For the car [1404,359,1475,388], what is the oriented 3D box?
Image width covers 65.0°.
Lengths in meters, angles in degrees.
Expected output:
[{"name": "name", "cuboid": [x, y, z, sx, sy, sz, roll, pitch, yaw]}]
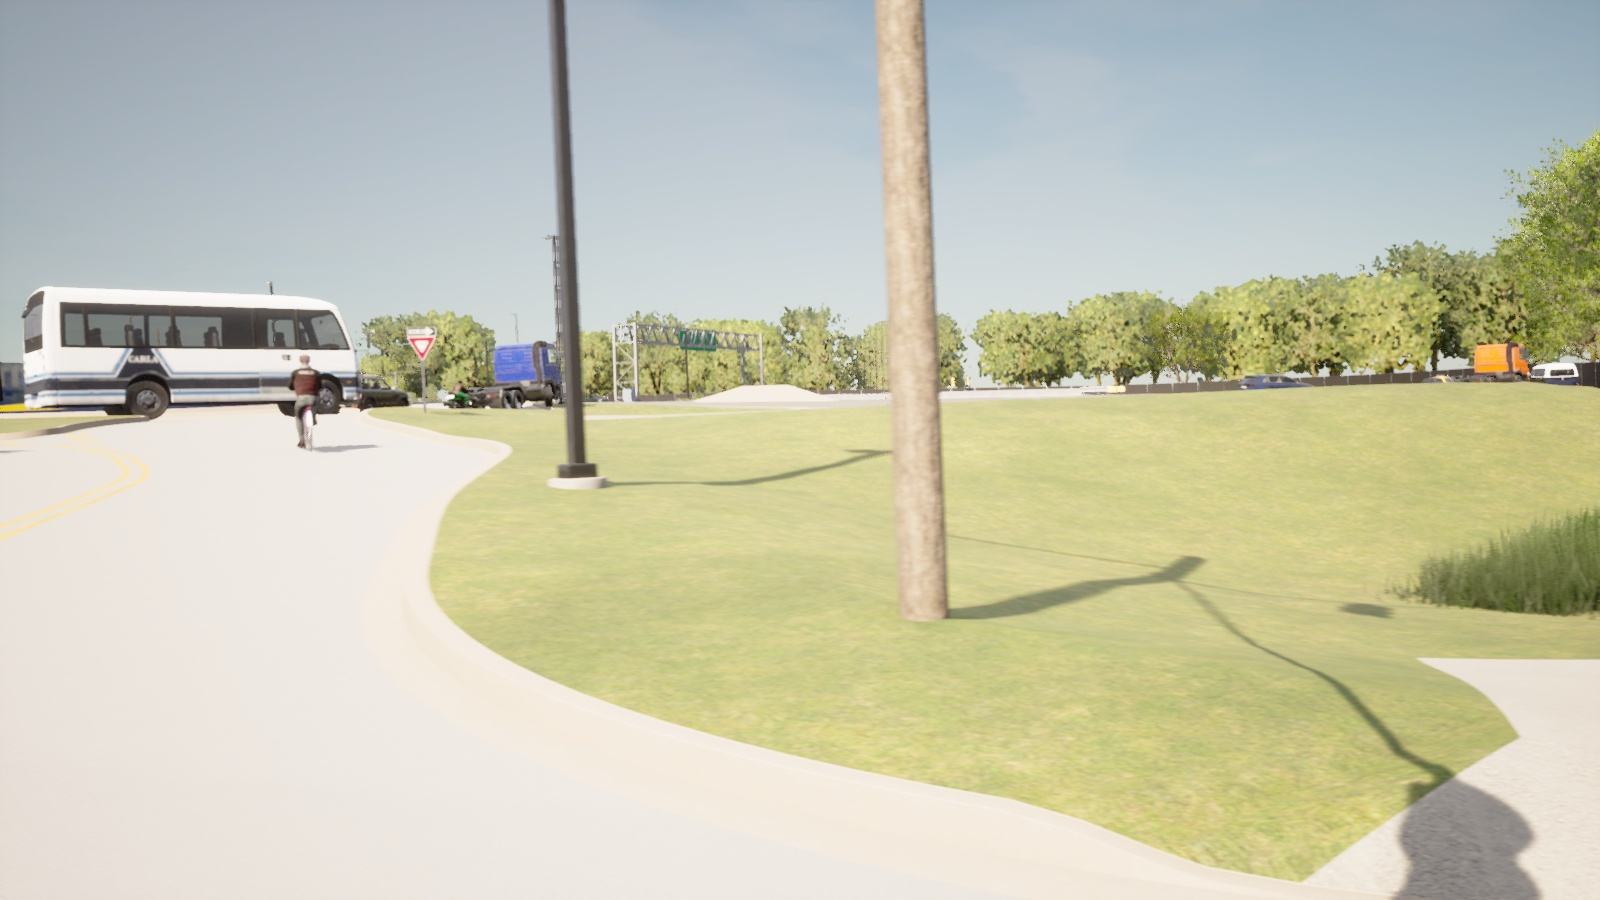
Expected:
[{"name": "car", "cuboid": [40.621, -4.881, 79.717, 5.366, 1.575, 1.801, -6, 4, -37]}]

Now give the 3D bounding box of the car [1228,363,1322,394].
[{"name": "car", "cuboid": [27.397, -4.145, 72.427, 4.856, 1.649, 2.033, -2, 4, -18]}]

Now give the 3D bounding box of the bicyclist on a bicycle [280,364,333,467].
[{"name": "bicyclist on a bicycle", "cuboid": [-9.050, -0.668, 22.995, 0.659, 1.776, 1.843, -4, 5, -26]}]

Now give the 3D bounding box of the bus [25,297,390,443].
[{"name": "bus", "cuboid": [-19.865, -2.727, 42.737, 10.273, 4.253, 3.944, -5, 2, -42]}]

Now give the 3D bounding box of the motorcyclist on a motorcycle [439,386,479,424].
[{"name": "motorcyclist on a motorcycle", "cuboid": [-14.544, -1.919, 53.592, 0.797, 1.523, 2.044, -3, 1, 8]}]

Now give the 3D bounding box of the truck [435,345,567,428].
[{"name": "truck", "cuboid": [-14.726, -3.285, 62.587, 2.891, 3.462, 7.936, -4, 5, 13]}]

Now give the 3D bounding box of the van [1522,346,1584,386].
[{"name": "van", "cuboid": [41.930, -4.700, 69.988, 2.069, 2.038, 4.480, -3, 3, 20]}]

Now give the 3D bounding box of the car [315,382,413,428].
[{"name": "car", "cuboid": [-19.061, -1.976, 55.099, 1.932, 1.855, 4.605, 4, 3, 11]}]
